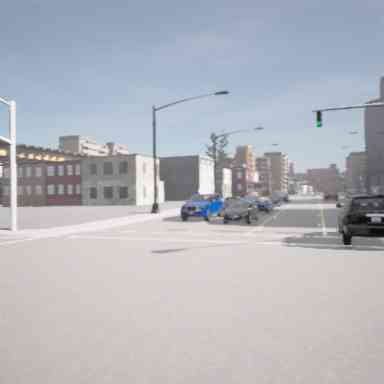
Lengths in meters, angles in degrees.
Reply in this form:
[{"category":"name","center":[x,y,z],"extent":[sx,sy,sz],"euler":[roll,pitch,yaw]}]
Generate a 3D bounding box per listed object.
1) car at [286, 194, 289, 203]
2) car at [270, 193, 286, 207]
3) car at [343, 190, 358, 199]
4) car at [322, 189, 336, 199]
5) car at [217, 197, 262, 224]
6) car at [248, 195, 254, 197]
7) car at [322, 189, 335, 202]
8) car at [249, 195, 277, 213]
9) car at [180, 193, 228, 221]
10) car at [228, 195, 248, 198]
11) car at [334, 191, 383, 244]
[{"category":"car","center":[13.780,0.846,50.911],"extent":[1.812,1.442,4.674],"euler":[-1,1,21]},{"category":"car","center":[10.159,1.042,41.415],"extent":[1.837,1.490,4.892],"euler":[-1,1,21]},{"category":"car","center":[28.031,0.448,58.990],"extent":[2.033,1.411,5.357],"euler":[-1,0,21]},{"category":"car","center":[24.748,0.311,60.211],"extent":[2.097,1.767,4.553],"euler":[-1,0,21]},{"category":"car","center":[3.583,1.398,24.060],"extent":[1.837,1.490,4.892],"euler":[-1,1,21]},{"category":"car","center":[8.094,1.071,45.764],"extent":[2.033,1.411,5.357],"euler":[-1,1,21]},{"category":"car","center":[21.166,0.646,50.663],"extent":[2.128,1.511,4.902],"euler":[-1,1,21]},{"category":"car","center":[6.853,1.333,32.724],"extent":[1.895,1.301,4.718],"euler":[-1,1,21]},{"category":"car","center":[0.924,1.148,26.931],"extent":[2.150,2.045,5.566],"euler":[-1,1,21]},{"category":"car","center":[4.337,1.251,35.976],"extent":[1.837,1.490,4.892],"euler":[-1,1,20]},{"category":"car","center":[7.724,1.092,14.708],"extent":[2.150,2.045,5.566],"euler":[-1,0,21]}]
